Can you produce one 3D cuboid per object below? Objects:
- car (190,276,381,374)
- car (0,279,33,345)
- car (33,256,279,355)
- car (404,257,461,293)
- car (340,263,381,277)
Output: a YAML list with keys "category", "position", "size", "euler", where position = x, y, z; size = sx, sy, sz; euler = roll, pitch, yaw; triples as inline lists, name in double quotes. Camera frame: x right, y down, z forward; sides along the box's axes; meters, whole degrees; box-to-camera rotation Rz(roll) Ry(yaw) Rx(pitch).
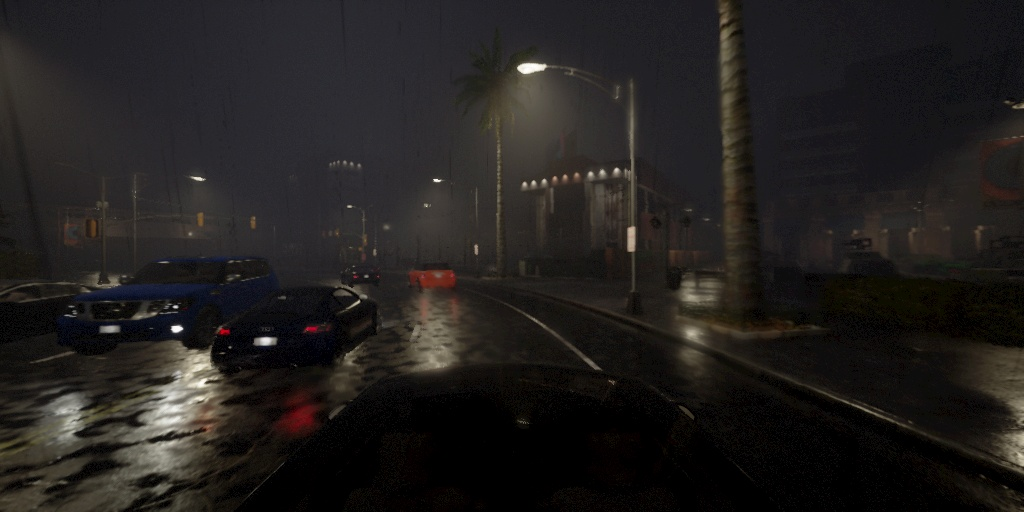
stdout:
- category: "car"
  position: [-4.213, 1.332, 7.720]
  size: [1.994, 1.385, 4.181]
  euler: [0, 0, -8]
- category: "car"
  position: [-11.425, 1.304, 7.837]
  size: [2.128, 1.511, 4.902]
  euler: [0, 0, -12]
- category: "car"
  position: [-8.105, 1.011, 9.361]
  size: [2.150, 2.045, 5.566]
  euler: [0, 0, -13]
- category: "car"
  position: [-4.813, 1.103, 21.165]
  size: [2.097, 1.767, 4.553]
  euler: [0, 0, -25]
- category: "car"
  position: [-10.386, 1.328, 24.344]
  size: [2.033, 1.411, 5.357]
  euler: [0, 0, -33]
